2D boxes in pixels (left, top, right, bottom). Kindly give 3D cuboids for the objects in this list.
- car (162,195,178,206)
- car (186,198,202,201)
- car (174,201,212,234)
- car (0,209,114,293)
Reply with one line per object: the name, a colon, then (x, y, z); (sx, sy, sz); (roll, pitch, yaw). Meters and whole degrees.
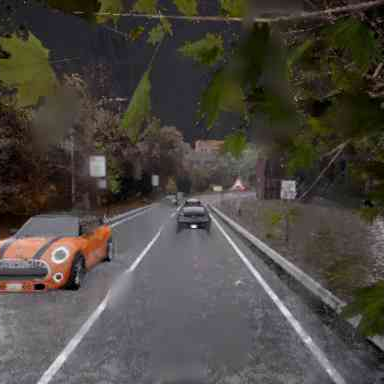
car: (-3.306, 1.246, 51.498); (2.097, 1.767, 4.553); (0, 0, 3)
car: (0.078, 1.374, 37.539); (1.882, 1.535, 5.008); (-1, 1, 0)
car: (0.092, 1.469, 19.027); (1.837, 1.490, 4.892); (0, 0, 0)
car: (-3.603, 1.335, 8.992); (2.097, 1.767, 4.553); (0, 0, 0)
